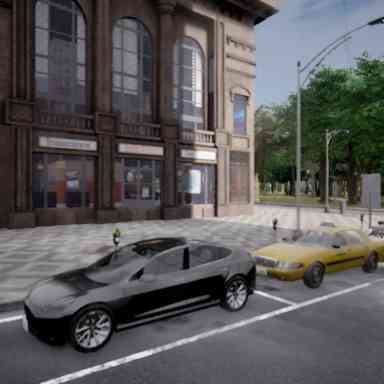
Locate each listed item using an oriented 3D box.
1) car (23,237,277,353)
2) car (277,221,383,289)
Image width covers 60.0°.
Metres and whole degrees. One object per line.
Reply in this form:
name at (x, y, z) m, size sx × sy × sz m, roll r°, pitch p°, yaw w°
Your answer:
car at (-0.680, 1.574, 6.166) m, size 4.313 × 1.339 × 1.947 m, roll 0°, pitch 0°, yaw -36°
car at (3.608, 1.548, 9.226) m, size 4.829 × 1.417 × 1.752 m, roll 0°, pitch 0°, yaw -36°
